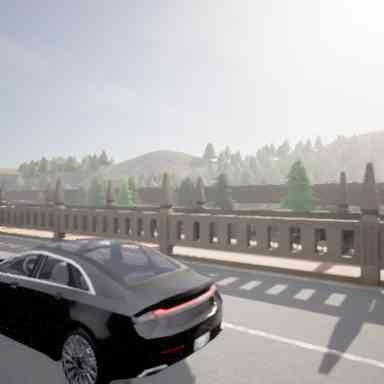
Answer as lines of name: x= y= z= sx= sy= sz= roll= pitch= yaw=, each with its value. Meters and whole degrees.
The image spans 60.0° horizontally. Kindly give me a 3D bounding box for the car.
car: x=-1.861 y=1.497 z=5.209 sx=4.902 sy=1.511 sz=2.128 roll=0 pitch=0 yaw=35
